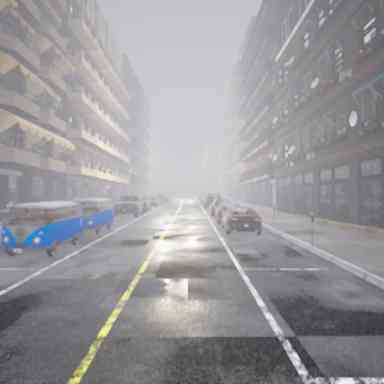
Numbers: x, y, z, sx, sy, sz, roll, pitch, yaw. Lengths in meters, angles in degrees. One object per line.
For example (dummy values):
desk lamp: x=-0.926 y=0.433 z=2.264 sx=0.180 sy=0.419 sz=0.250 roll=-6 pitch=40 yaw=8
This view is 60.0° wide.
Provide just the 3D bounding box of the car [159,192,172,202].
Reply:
car: x=-5.440 y=0.967 z=62.036 sx=2.192 sy=1.841 sz=5.009 roll=1 pitch=0 yaw=0

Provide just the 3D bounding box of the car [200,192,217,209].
car: x=2.461 y=1.066 z=39.874 sx=2.192 sy=1.841 sz=5.009 roll=1 pitch=0 yaw=0

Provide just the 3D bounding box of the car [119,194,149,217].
car: x=-5.359 y=1.129 z=28.854 sx=2.192 sy=1.841 sz=5.009 roll=1 pitch=0 yaw=0

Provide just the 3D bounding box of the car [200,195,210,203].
car: x=2.401 y=1.233 z=62.001 sx=1.802 sy=1.307 sz=4.206 roll=1 pitch=0 yaw=0

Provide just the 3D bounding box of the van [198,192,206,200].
van: x=2.365 y=0.937 z=78.595 sx=1.690 sy=1.788 sz=3.998 roll=1 pitch=0 yaw=0

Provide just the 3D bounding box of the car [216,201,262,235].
car: x=2.543 y=1.423 z=17.752 sx=1.887 sy=1.381 sz=4.507 roll=1 pitch=0 yaw=0

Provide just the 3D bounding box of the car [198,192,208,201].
car: x=2.379 y=0.928 z=73.063 sx=2.192 sy=1.841 sz=5.009 roll=1 pitch=0 yaw=0

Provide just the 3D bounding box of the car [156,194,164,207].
car: x=-5.405 y=1.290 z=45.448 sx=1.947 sy=1.339 sz=4.313 roll=1 pitch=0 yaw=0

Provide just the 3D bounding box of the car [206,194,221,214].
car: x=2.526 y=1.252 z=28.813 sx=1.967 sy=1.590 sz=4.097 roll=1 pitch=0 yaw=0

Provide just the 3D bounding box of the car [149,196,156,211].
car: x=-5.372 y=1.098 z=34.384 sx=2.192 sy=1.841 sz=5.009 roll=1 pitch=0 yaw=0

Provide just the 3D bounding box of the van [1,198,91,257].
van: x=-5.318 y=1.255 z=12.262 sx=1.690 sy=1.788 sz=3.998 roll=1 pitch=0 yaw=0

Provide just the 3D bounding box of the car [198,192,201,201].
car: x=2.430 y=1.137 z=50.938 sx=1.967 sy=1.590 sz=4.097 roll=1 pitch=0 yaw=0

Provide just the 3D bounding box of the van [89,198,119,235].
van: x=-5.333 y=1.221 z=17.794 sx=1.690 sy=1.788 sz=3.998 roll=1 pitch=0 yaw=0

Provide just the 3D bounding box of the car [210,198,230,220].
car: x=2.530 y=1.389 z=23.282 sx=1.887 sy=1.381 sz=4.507 roll=1 pitch=0 yaw=0
